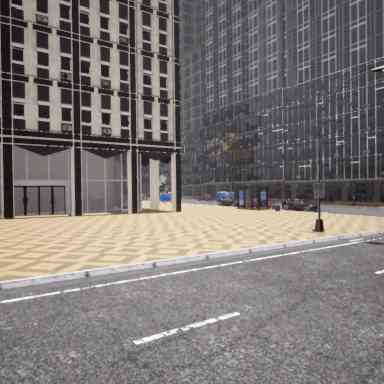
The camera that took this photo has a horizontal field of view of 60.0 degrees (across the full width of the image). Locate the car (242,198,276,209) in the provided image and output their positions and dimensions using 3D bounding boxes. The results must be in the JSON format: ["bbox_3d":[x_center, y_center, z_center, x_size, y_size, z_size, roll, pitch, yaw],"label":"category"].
[{"bbox_3d":[8.454,1.388,40.463,1.802,1.307,4.206,0,1,-34],"label":"car"}]

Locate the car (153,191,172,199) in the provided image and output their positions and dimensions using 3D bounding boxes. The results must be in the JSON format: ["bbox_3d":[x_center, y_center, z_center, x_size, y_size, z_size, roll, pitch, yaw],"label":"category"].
[{"bbox_3d":[-6.941,0.615,78.112,2.192,1.841,5.009,0,1,-34],"label":"car"}]

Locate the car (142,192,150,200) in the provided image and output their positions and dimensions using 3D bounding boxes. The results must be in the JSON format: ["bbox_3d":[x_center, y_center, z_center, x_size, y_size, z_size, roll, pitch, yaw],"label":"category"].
[{"bbox_3d":[-10.664,1.040,68.700,2.008,1.369,4.403,0,1,-34],"label":"car"}]

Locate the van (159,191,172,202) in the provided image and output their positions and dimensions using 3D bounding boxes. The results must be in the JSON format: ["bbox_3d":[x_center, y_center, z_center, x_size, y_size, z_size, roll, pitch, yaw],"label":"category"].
[{"bbox_3d":[-4.260,0.937,59.305,1.690,1.788,3.998,0,1,-34],"label":"van"}]

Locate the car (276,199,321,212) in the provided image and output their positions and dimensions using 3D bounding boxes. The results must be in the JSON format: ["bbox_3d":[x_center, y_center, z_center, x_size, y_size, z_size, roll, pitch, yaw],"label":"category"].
[{"bbox_3d":[11.642,1.424,35.755,1.947,1.339,4.313,0,1,-34],"label":"car"}]

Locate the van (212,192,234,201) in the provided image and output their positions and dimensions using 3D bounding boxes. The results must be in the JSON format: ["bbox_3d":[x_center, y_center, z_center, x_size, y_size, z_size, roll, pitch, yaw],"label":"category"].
[{"bbox_3d":[5.865,0.855,59.328,1.690,1.788,3.998,0,1,-34],"label":"van"}]

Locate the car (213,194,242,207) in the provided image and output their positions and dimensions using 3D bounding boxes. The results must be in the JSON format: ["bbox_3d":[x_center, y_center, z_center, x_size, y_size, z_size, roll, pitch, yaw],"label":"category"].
[{"bbox_3d":[5.300,1.319,45.192,1.947,1.339,4.313,0,1,-34],"label":"car"}]

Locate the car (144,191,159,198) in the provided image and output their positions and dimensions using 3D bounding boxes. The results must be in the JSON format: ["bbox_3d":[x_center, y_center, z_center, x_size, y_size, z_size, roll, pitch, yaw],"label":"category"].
[{"bbox_3d":[-10.143,0.686,82.809,1.967,1.590,4.097,0,1,-34],"label":"car"}]

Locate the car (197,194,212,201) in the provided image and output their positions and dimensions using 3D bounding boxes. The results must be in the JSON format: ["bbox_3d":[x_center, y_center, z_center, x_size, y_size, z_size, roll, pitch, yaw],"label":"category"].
[{"bbox_3d":[2.664,1.043,64.027,1.802,1.307,4.206,0,1,-34],"label":"car"}]
